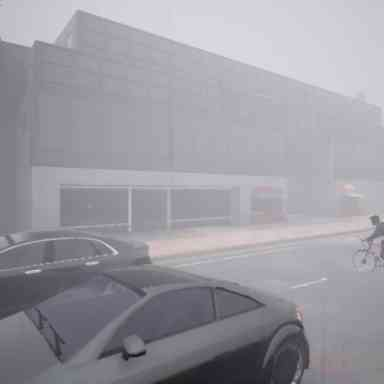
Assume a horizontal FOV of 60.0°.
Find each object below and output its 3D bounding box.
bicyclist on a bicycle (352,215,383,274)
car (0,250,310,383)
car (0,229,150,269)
[{"bbox_3d":[5.056,1.455,8.850,0.582,1.620,1.656,0,-2,-36],"label":"bicyclist on a bicycle"},{"bbox_3d":[-0.648,1.564,3.469,4.181,1.385,1.994,0,0,-37],"label":"car"},{"bbox_3d":[-3.043,1.505,6.159,4.892,1.490,1.837,0,0,-35],"label":"car"}]
